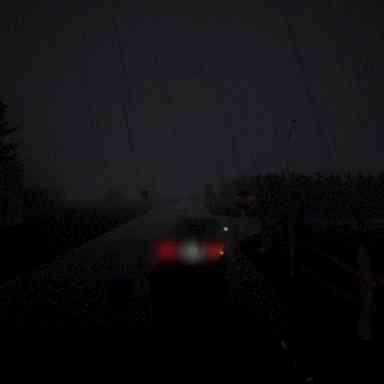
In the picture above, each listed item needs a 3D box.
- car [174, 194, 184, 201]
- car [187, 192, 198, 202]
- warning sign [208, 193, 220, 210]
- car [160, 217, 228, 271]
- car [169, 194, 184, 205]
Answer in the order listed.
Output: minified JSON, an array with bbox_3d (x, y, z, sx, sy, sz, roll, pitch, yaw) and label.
[{"bbox_3d":[-2.758,1.147,72.299,1.994,1.385,4.181,0,0,0],"label":"car"},{"bbox_3d":[-0.006,1.102,69.479,2.097,1.767,4.553,0,0,0],"label":"car"},{"bbox_3d":[2.444,1.002,37.072,1.300,1.860,1.060,0,0,0],"label":"warning sign"},{"bbox_3d":[0.182,1.519,10.741,2.033,1.411,5.357,0,0,4],"label":"car"},{"bbox_3d":[-2.817,1.413,56.018,1.895,1.301,4.718,0,0,0],"label":"car"}]
